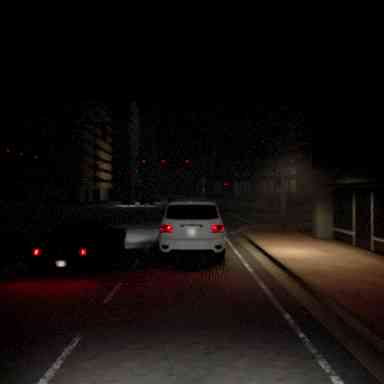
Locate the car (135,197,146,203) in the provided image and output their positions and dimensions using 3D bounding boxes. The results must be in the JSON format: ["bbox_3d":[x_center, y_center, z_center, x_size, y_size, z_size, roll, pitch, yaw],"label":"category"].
[{"bbox_3d":[-11.981,1.818,77.018,1.895,1.301,4.718,0,0,-1],"label":"car"}]

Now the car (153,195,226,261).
[{"bbox_3d":[0.012,1.258,12.577,2.150,2.045,5.566,0,0,0],"label":"car"}]

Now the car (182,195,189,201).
[{"bbox_3d":[-1.629,1.562,89.582,1.882,1.535,5.008,0,0,-1],"label":"car"}]

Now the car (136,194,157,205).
[{"bbox_3d":[-8.332,1.399,61.556,2.150,2.045,5.566,0,0,0],"label":"car"}]

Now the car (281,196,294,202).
[{"bbox_3d":[23.976,1.634,83.593,1.970,1.475,3.806,0,0,-1],"label":"car"}]

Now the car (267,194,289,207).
[{"bbox_3d":[12.878,1.299,50.986,1.932,1.855,4.605,0,0,-1],"label":"car"}]

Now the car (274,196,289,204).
[{"bbox_3d":[18.333,1.591,68.444,1.970,1.475,3.806,0,0,-1],"label":"car"}]

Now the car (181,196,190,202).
[{"bbox_3d":[-1.524,1.781,80.745,1.994,1.385,4.181,0,0,-1],"label":"car"}]

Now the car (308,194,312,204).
[{"bbox_3d":[29.553,1.392,83.690,1.932,1.855,4.605,0,0,-1],"label":"car"}]

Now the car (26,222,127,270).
[{"bbox_3d":[-3.488,1.633,11.089,1.895,1.301,4.718,0,0,0],"label":"car"}]

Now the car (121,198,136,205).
[{"bbox_3d":[-11.831,1.742,61.507,1.994,1.385,4.181,0,0,0],"label":"car"}]

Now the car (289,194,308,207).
[{"bbox_3d":[15.773,1.302,50.956,1.905,1.878,3.866,0,0,-1],"label":"car"}]

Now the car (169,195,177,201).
[{"bbox_3d":[-5.129,1.637,89.540,1.994,1.385,4.181,0,0,-1],"label":"car"}]

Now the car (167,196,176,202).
[{"bbox_3d":[-5.032,1.785,81.387,1.994,1.385,4.181,0,0,-1],"label":"car"}]

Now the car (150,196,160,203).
[{"bbox_3d":[-8.482,1.700,77.110,1.882,1.535,5.008,0,0,-1],"label":"car"}]

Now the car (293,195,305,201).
[{"bbox_3d":[26.871,1.602,83.617,1.784,1.438,3.905,0,0,-1],"label":"car"}]
